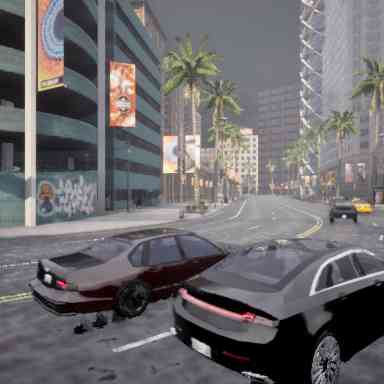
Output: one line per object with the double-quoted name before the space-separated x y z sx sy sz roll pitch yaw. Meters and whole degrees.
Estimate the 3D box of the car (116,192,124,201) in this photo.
"car" -11.626 0.978 53.577 2.435 2.045 5.566 0 0 10

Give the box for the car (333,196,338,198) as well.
"car" 24.054 1.449 54.816 2.231 1.521 4.892 0 0 10

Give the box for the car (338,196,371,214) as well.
"car" 17.328 1.437 35.290 1.801 1.575 5.366 0 0 12

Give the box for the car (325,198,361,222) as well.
"car" 11.677 1.490 26.158 1.837 1.490 4.892 1 0 18

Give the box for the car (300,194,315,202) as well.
"car" 29.243 1.301 83.729 2.185 1.767 4.553 0 0 10

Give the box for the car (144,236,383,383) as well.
"car" 1.949 1.488 5.204 4.902 1.511 2.128 0 0 -40

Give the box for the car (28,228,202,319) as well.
"car" -0.606 1.541 7.420 5.357 1.411 2.033 0 0 -41
